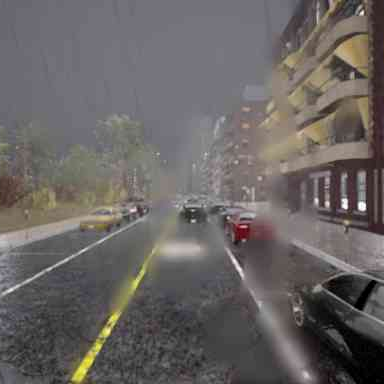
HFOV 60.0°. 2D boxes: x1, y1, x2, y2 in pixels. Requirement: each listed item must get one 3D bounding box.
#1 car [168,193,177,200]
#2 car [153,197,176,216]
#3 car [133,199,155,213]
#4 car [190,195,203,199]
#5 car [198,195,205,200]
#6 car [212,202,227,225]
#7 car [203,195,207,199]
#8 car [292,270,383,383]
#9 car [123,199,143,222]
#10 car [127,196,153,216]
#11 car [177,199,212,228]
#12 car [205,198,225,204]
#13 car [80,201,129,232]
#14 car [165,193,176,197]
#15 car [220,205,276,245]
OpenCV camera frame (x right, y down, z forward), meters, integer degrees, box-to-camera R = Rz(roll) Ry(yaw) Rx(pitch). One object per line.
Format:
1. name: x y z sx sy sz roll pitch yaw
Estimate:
1. car: -5.327 1.232 92.253 2.192 1.841 5.009 1 0 0
2. car: -2.825 1.485 32.315 1.812 1.442 4.674 0 0 0
3. car: -5.317 1.536 37.109 1.802 1.307 4.206 1 0 0
4. car: 0.091 1.409 39.849 1.801 1.575 5.366 0 0 0
5. car: 2.550 1.499 93.079 1.802 1.307 4.206 1 0 0
6. car: 2.567 1.538 20.892 1.947 1.339 4.313 1 0 0
7. car: 2.555 1.474 76.030 2.008 1.369 4.403 1 0 0
8. car: 2.572 1.560 3.909 1.947 1.339 4.313 1 0 0
9. car: -5.314 1.517 25.802 2.008 1.369 4.403 1 0 0
10. car: -5.313 1.275 31.455 2.192 1.841 5.009 1 0 0
11. car: 0.095 1.476 22.175 1.837 1.490 4.892 0 0 0
12. car: 2.565 1.525 32.213 1.947 1.339 4.313 1 0 0
13. car: -5.312 1.498 19.977 1.752 1.417 4.829 1 0 0
14. car: -5.326 1.468 75.224 1.887 1.381 4.507 1 0 0
15. car: 2.569 1.524 15.231 1.887 1.381 4.507 1 0 0
